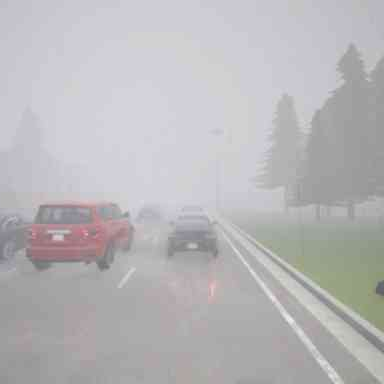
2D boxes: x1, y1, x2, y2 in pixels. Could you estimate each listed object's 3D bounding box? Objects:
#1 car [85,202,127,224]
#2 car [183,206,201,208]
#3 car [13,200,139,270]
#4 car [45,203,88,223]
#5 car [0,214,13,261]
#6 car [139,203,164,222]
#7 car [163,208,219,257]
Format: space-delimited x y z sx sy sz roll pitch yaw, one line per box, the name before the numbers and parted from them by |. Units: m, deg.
car | -6.973 1.648 27.489 2.128 1.511 4.902 0 0 1
car | 0.020 1.753 26.873 1.895 1.301 4.718 0 0 0
car | -3.476 1.288 11.382 2.150 2.045 5.566 0 0 0
car | -10.468 1.685 28.144 1.812 1.442 4.674 0 0 1
car | -6.965 1.563 12.481 2.128 1.511 4.902 0 0 1
car | -3.467 1.685 28.123 1.812 1.442 4.674 0 0 1
car | 0.043 1.600 13.181 1.812 1.442 4.674 0 0 1
